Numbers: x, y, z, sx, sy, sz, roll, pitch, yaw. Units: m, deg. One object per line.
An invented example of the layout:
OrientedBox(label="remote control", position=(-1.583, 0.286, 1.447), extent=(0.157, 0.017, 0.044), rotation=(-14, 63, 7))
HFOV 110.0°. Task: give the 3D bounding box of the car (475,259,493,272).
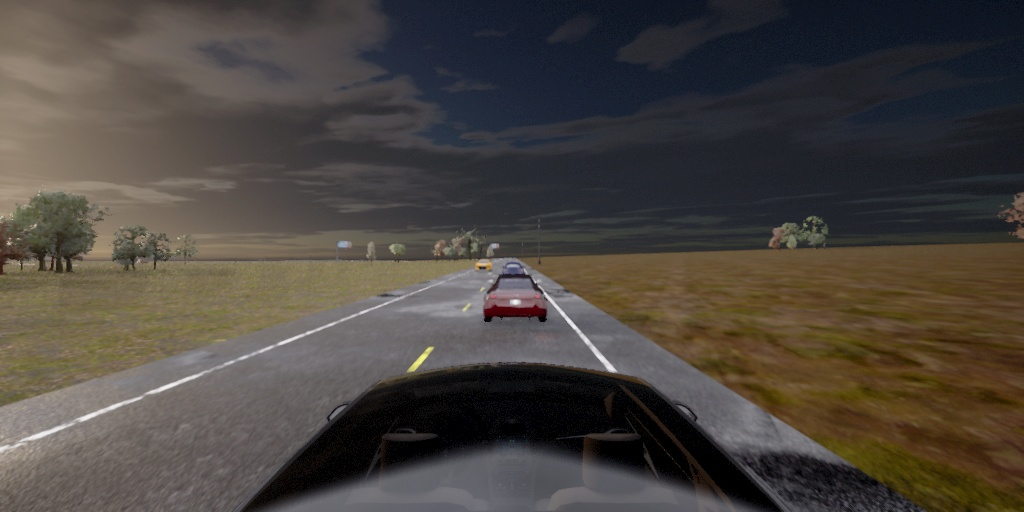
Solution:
OrientedBox(label="car", position=(-3.505, 1.180, 45.316), extent=(1.882, 1.535, 5.008), rotation=(0, 0, 0))

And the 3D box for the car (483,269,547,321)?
OrientedBox(label="car", position=(0.100, 1.303, 12.389), extent=(1.994, 1.385, 4.181), rotation=(0, 0, 0))

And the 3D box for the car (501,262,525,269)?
OrientedBox(label="car", position=(0.100, 1.244, 30.067), extent=(1.812, 1.442, 4.674), rotation=(0, 0, 0))
